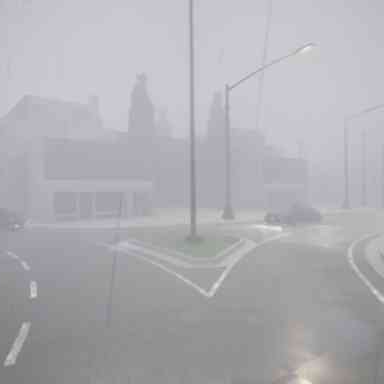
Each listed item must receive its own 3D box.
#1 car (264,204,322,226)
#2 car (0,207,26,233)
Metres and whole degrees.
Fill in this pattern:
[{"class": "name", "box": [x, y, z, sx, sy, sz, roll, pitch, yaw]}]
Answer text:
[{"class": "car", "box": [6.883, 1.495, 22.603, 4.181, 1.385, 1.994, -1, 0, -33]}, {"class": "car", "box": [-11.790, 1.629, 18.854, 4.892, 1.490, 1.837, -1, 1, 19]}]
